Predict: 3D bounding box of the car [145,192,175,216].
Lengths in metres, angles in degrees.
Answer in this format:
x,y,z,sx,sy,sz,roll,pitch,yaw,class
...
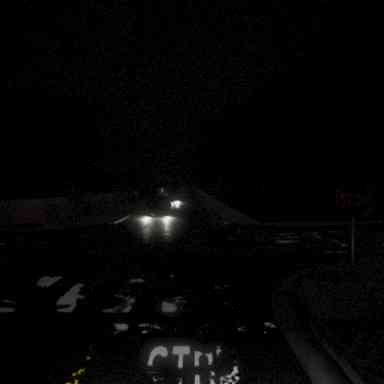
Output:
x,y,z,sx,sy,sz,roll,pitch,yaw,class
-2.725,1.093,27.554,1.882,1.535,5.008,0,2,0,car

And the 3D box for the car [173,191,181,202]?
x,y,z,sx,sy,sz,roll,pitch,yaw,class
-2.704,0.666,51.434,2.128,1.511,4.902,0,1,0,car
